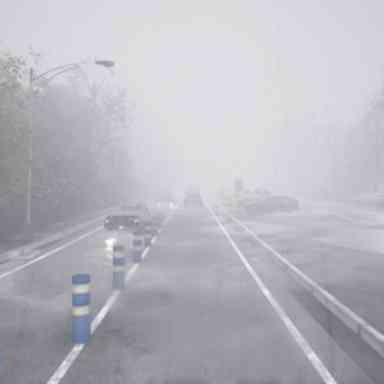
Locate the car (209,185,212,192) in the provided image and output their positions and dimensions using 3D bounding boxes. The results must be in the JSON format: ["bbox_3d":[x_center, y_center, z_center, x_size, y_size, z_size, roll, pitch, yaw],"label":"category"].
[{"bbox_3d":[6.998,-0.336,73.288,5.366,1.575,1.946,0,1,0],"label":"car"}]

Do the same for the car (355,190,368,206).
[{"bbox_3d":[19.929,0.808,34.325,4.674,1.452,2.002,0,2,1],"label":"car"}]

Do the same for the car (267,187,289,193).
[{"bbox_3d":[20.313,-0.433,78.743,4.674,1.452,2.002,0,1,0],"label":"car"}]

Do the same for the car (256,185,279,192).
[{"bbox_3d":[20.377,-0.994,89.813,5.566,2.045,2.435,0,1,0],"label":"car"}]

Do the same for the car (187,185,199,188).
[{"bbox_3d":[0.157,-0.073,52.273,2.150,2.045,5.566,0,0,0],"label":"car"}]

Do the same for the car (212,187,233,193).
[{"bbox_3d":[7.225,-0.467,78.837,4.892,1.521,2.231,0,1,0],"label":"car"}]

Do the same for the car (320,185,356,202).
[{"bbox_3d":[20.031,0.242,42.620,5.566,2.045,2.435,0,2,0],"label":"car"}]

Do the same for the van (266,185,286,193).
[{"bbox_3d":[20.451,-0.766,81.505,4.442,1.987,1.878,0,1,0],"label":"van"}]

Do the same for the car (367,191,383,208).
[{"bbox_3d":[19.878,0.889,31.556,4.792,1.488,2.163,0,2,1],"label":"car"}]

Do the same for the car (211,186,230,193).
[{"bbox_3d":[7.247,-0.729,84.385,4.553,1.767,2.185,0,1,0],"label":"car"}]

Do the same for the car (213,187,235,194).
[{"bbox_3d":[7.214,-0.399,76.062,4.892,1.521,2.231,0,1,0],"label":"car"}]

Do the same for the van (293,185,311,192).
[{"bbox_3d":[20.012,-0.152,56.442,4.442,1.987,1.878,0,2,0],"label":"van"}]

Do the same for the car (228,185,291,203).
[{"bbox_3d":[6.880,0.521,34.439,5.566,2.045,2.435,0,2,0],"label":"car"}]

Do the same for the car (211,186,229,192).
[{"bbox_3d":[7.271,-0.797,87.160,4.553,1.767,2.185,0,1,0],"label":"car"}]

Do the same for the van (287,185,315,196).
[{"bbox_3d":[20.284,-0.290,61.995,4.442,1.987,1.878,0,1,1],"label":"van"}]

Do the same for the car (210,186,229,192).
[{"bbox_3d":[7.320,-0.739,89.938,5.008,1.535,2.097,0,1,0],"label":"car"}]

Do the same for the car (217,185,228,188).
[{"bbox_3d":[7.073,-0.050,56.634,4.553,1.767,2.185,0,2,0],"label":"car"}]

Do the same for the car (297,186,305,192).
[{"bbox_3d":[20.126,0.176,53.697,4.792,1.488,2.163,0,2,1],"label":"car"}]

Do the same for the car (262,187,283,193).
[{"bbox_3d":[20.355,-0.565,84.156,4.674,1.452,2.002,0,1,0],"label":"car"}]

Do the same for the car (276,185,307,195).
[{"bbox_3d":[20.187,-0.451,67.533,5.566,2.045,2.435,0,1,0],"label":"car"}]

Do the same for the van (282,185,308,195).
[{"bbox_3d":[20.074,-0.358,64.766,4.442,1.987,1.878,0,1,1],"label":"van"}]

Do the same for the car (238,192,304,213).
[{"bbox_3d":[6.776,0.985,28.900,4.792,1.488,2.163,0,2,0],"label":"car"}]

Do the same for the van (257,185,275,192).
[{"bbox_3d":[20.546,-1.036,92.582,4.442,1.987,1.878,0,1,0],"label":"van"}]

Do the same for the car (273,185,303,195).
[{"bbox_3d":[20.210,-0.519,70.302,5.566,2.045,2.435,0,1,0],"label":"car"}]

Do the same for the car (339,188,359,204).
[{"bbox_3d":[19.769,0.673,37.094,5.366,1.575,1.946,0,2,1],"label":"car"}]

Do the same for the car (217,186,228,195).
[{"bbox_3d":[6.786,0.309,48.443,5.366,1.575,1.946,0,2,0],"label":"car"}]

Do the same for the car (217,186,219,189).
[{"bbox_3d":[7.012,0.151,53.859,4.892,1.521,2.231,0,2,0],"label":"car"}]

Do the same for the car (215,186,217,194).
[{"bbox_3d":[7.095,0.035,59.410,4.792,1.488,2.163,0,1,0],"label":"car"}]

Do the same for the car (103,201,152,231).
[{"bbox_3d":[-3.347,1.211,18.335,2.033,1.411,5.357,0,2,0],"label":"car"}]

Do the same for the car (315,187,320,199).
[{"bbox_3d":[19.998,0.431,45.397,4.792,1.488,2.163,0,2,0],"label":"car"}]

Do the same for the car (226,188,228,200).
[{"bbox_3d":[6.906,0.590,39.997,4.892,1.521,2.231,0,2,0],"label":"car"}]

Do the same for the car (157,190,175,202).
[{"bbox_3d":[-3.237,0.491,42.422,1.837,1.490,4.892,0,1,0],"label":"car"}]

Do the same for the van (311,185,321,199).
[{"bbox_3d":[20.167,0.083,48.280,4.442,1.987,1.878,0,2,0],"label":"van"}]

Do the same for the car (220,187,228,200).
[{"bbox_3d":[6.738,0.494,42.773,5.366,1.575,1.946,0,2,0],"label":"car"}]

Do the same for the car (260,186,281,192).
[{"bbox_3d":[20.375,-0.673,86.925,5.008,1.535,2.097,0,1,1],"label":"car"}]

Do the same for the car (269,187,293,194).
[{"bbox_3d":[20.280,-0.403,75.848,5.008,1.535,2.097,0,1,1],"label":"car"}]

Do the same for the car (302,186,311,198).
[{"bbox_3d":[20.103,0.252,51.059,4.792,1.488,2.163,0,2,1],"label":"car"}]

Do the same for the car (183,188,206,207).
[{"bbox_3d":[0.111,0.683,34.965,2.128,1.511,4.902,0,2,0],"label":"car"}]

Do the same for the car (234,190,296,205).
[{"bbox_3d":[6.834,0.864,31.673,5.008,1.535,2.097,0,2,0],"label":"car"}]

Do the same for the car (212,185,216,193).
[{"bbox_3d":[7.131,-0.235,70.512,4.792,1.488,2.163,0,1,0],"label":"car"}]

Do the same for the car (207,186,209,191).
[{"bbox_3d":[7.069,-0.539,81.614,5.366,1.575,1.946,0,1,0],"label":"car"}]

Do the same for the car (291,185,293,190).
[{"bbox_3d":[20.149,0.003,59.232,5.008,1.535,2.097,0,1,1],"label":"car"}]

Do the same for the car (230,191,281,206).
[{"bbox_3d":[7.061,0.677,37.221,5.366,1.575,1.946,0,2,0],"label":"car"}]
